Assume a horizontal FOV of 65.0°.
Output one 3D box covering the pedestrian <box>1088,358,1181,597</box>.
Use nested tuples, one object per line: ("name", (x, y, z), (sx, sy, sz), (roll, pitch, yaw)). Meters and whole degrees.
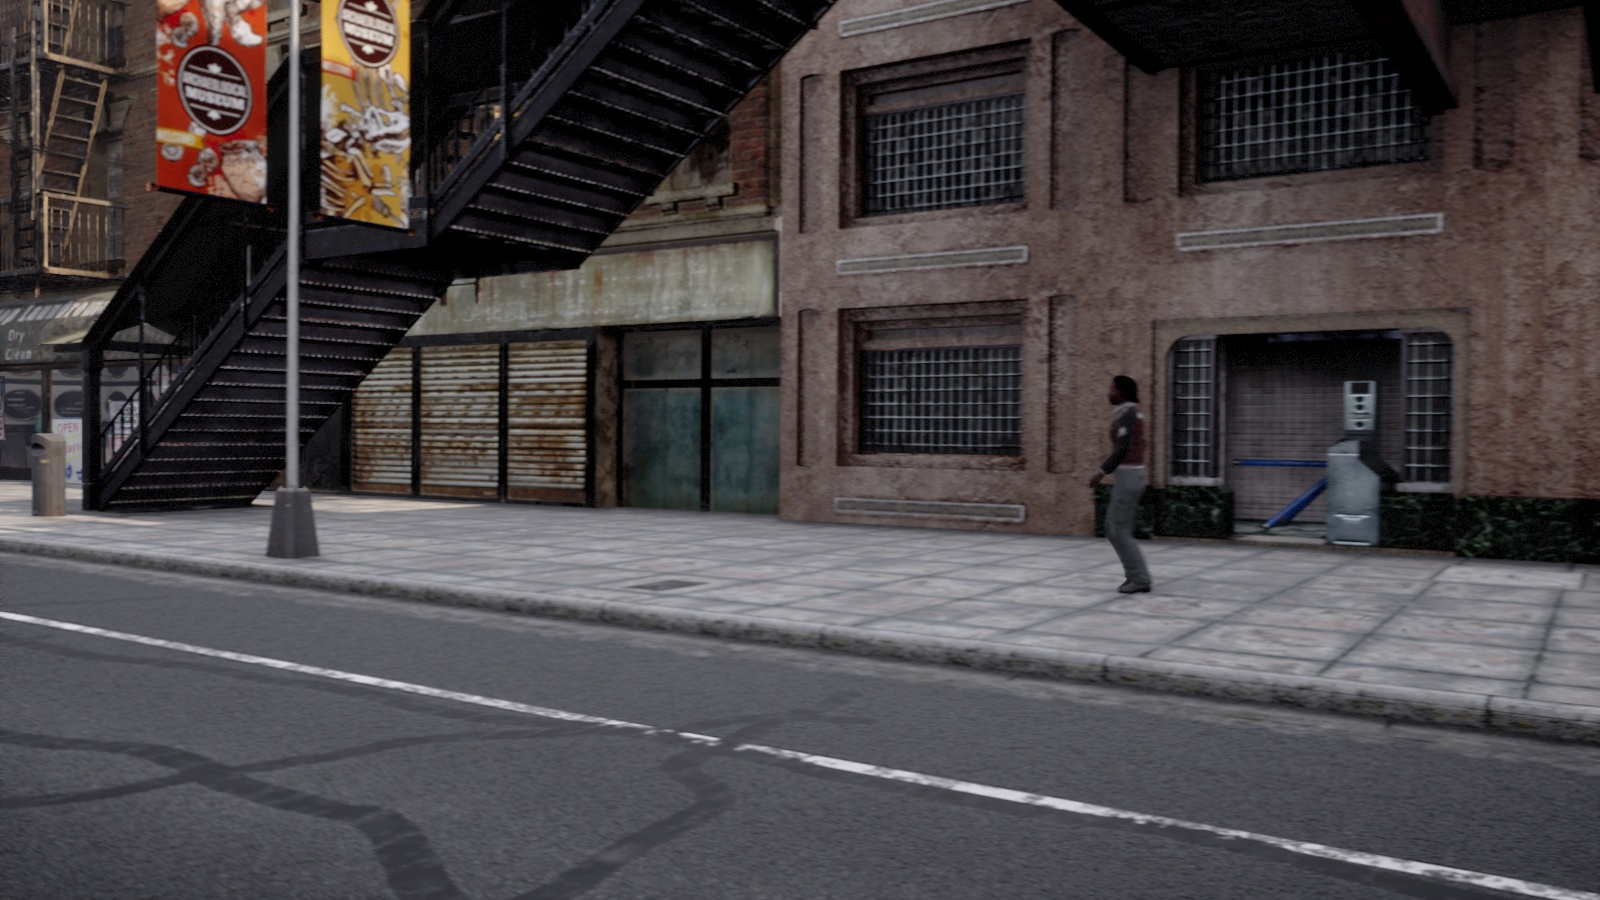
("pedestrian", (2.784, 0.220, 10.456), (0.666, 1.930, 0.402), (0, 1, 27))
